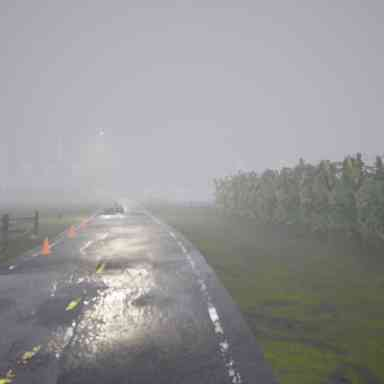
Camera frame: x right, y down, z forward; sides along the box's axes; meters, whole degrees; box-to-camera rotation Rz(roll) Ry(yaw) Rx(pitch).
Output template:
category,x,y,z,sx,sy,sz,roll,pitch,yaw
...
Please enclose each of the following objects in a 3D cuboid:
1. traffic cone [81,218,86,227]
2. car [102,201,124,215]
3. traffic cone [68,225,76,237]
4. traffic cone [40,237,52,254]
category,x,y,z,sx,sy,sz,roll,pitch,yaw
traffic cone,-7.249,2.028,22.215,0.340,0.580,0.340,0,0,-12
car,-8.517,1.665,35.564,1.994,1.385,4.181,0,0,-20
traffic cone,-6.267,2.016,17.366,0.340,0.580,0.340,0,0,-11
traffic cone,-5.495,2.003,12.548,0.340,0.580,0.340,0,0,-8
